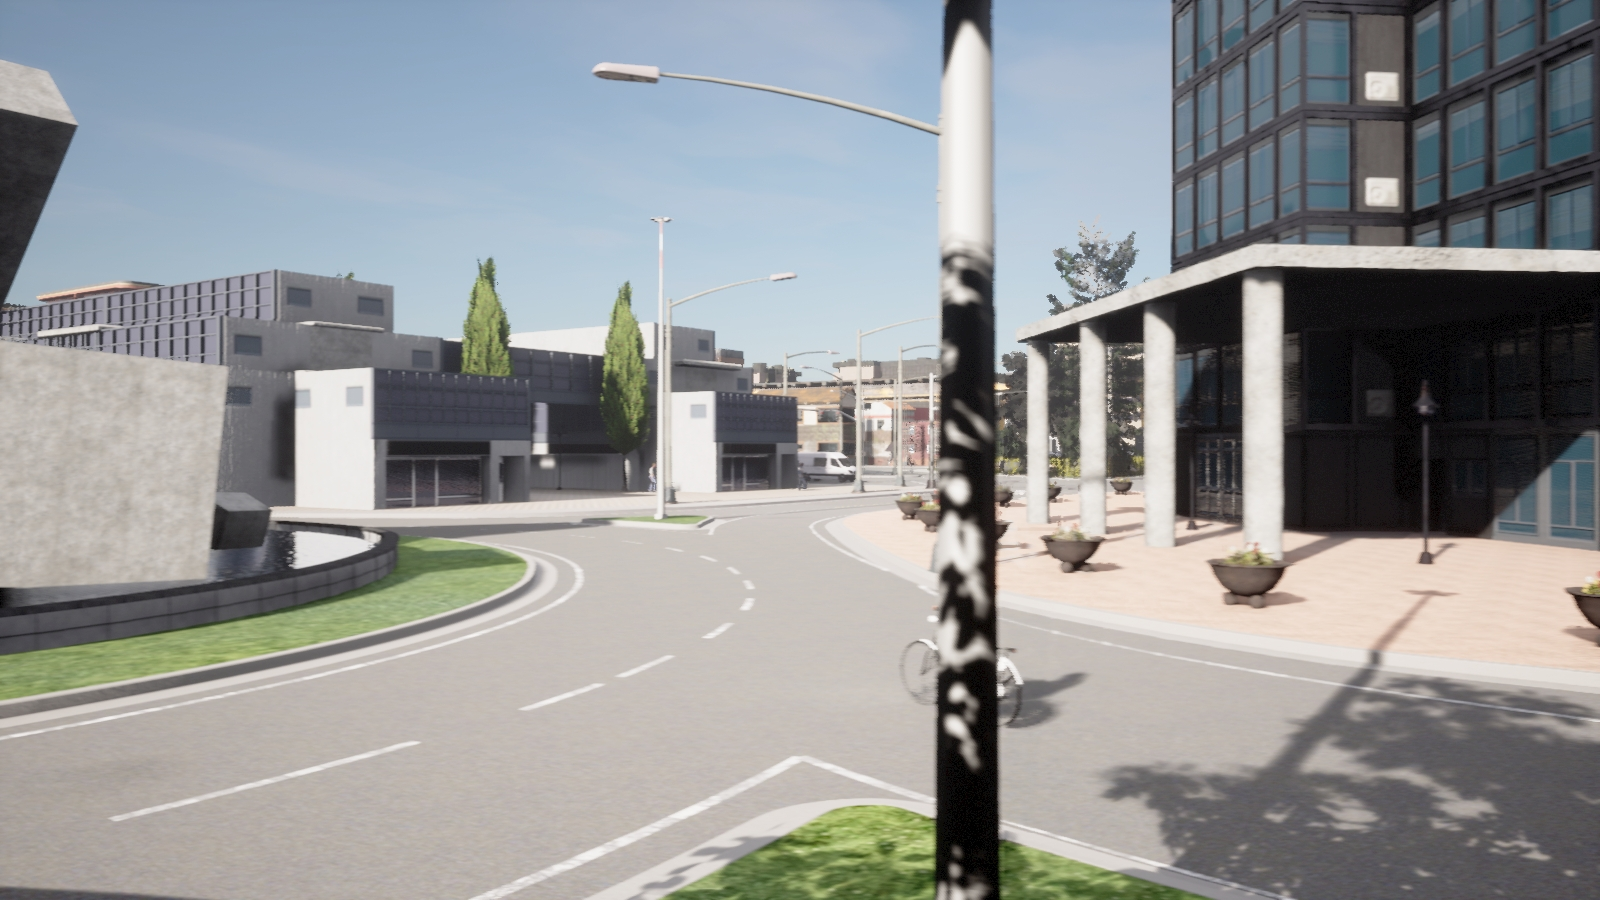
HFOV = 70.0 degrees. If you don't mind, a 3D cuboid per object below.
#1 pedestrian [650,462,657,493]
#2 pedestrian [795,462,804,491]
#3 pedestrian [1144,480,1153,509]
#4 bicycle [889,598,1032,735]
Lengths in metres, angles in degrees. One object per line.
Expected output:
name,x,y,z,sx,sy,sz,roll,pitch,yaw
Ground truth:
pedestrian,-8.992,1.684,70.177,0.375,1.860,0.375,0,0,4
pedestrian,-0.031,1.688,73.534,0.375,1.860,0.375,0,0,-34
pedestrian,16.059,2.043,52.675,0.375,1.300,0.375,0,0,15
bicycle,1.650,2.231,12.058,0.329,1.126,1.835,1,-1,-34
